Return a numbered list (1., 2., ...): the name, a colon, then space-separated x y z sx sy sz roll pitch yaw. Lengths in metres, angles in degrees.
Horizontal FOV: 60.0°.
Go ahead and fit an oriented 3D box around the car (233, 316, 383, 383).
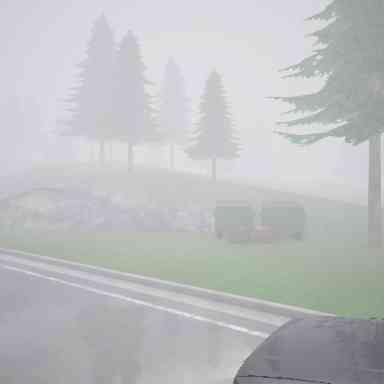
1. car: 2.871 1.547 1.947 5.357 1.411 2.033 0 0 35
